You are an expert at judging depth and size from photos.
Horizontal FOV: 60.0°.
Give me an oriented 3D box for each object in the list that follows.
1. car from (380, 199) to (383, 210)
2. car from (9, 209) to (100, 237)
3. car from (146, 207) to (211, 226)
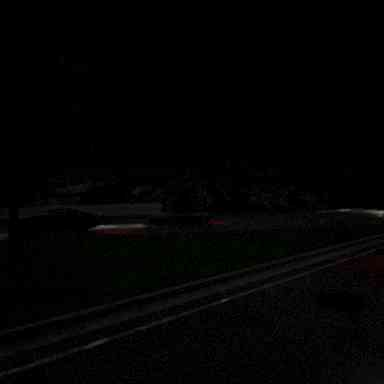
[{"bbox_3d":[25.037,1.069,39.947,5.566,2.045,2.150,-1,0,-29],"label":"car"},{"bbox_3d":[-7.971,1.741,19.559,4.902,1.511,2.128,-1,0,-14],"label":"car"},{"bbox_3d":[-1.059,1.774,24.877,4.718,1.301,1.895,-1,0,-14],"label":"car"}]
